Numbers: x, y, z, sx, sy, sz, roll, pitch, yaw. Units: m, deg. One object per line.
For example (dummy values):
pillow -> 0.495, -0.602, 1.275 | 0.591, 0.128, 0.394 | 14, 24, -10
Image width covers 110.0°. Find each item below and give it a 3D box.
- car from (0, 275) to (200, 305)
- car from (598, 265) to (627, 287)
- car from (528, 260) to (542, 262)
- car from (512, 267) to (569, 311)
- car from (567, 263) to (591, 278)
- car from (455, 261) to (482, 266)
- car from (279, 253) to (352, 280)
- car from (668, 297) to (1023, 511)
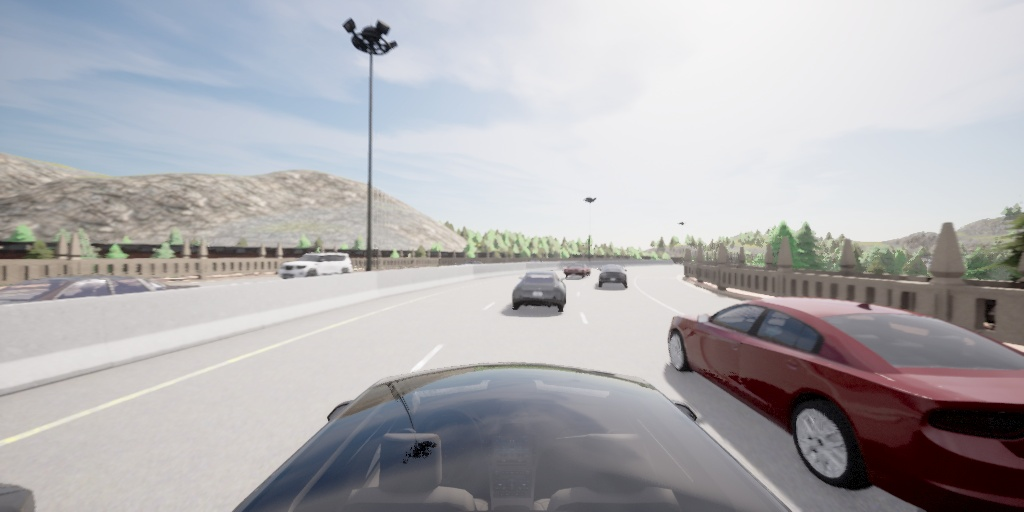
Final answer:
car -> -10.266, 1.174, 8.447 | 2.033, 1.411, 5.357 | 1, 0, 4
car -> 6.888, 1.301, 24.597 | 1.812, 1.442, 4.674 | 1, 0, 15
car -> 3.317, 1.273, 52.256 | 1.994, 1.385, 4.181 | 1, 0, 30
car -> 1.191, 1.300, 14.587 | 1.994, 1.385, 4.181 | 1, 0, 8
car -> 6.220, 1.350, 33.739 | 1.895, 1.301, 4.718 | 1, 0, 21
car -> -5.043, 1.210, 43.604 | 1.895, 1.301, 4.718 | 1, 0, 24
car -> -14.416, 0.769, 26.761 | 2.150, 2.045, 5.566 | 1, 0, 14
car -> 3.738, 1.261, 4.614 | 1.882, 1.535, 5.008 | 0, 0, 2
